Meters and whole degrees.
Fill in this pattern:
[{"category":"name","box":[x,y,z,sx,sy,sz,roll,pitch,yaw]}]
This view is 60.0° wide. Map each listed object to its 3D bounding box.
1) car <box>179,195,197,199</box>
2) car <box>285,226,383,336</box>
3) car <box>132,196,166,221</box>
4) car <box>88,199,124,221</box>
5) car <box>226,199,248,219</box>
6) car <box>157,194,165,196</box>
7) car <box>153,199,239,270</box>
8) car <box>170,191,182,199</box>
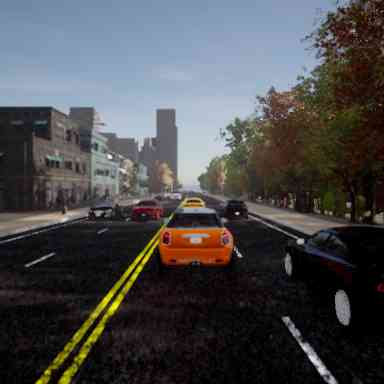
[{"category":"car","box":[0.136,1.278,28.578,1.882,1.535,5.008,0,0,0]},{"category":"car","box":[3.348,1.431,6.740,1.882,1.535,5.008,0,1,0]},{"category":"car","box":[-3.316,1.300,25.362,1.882,1.535,5.008,0,0,0]},{"category":"car","box":[-6.565,1.310,25.739,2.128,1.511,4.902,0,0,0]},{"category":"car","box":[3.382,1.316,27.158,1.837,1.490,4.892,0,0,0]},{"category":"car","box":[-6.415,1.078,67.761,1.994,1.385,4.181,0,0,0]},{"category":"car","box":[0.110,1.276,10.854,2.097,1.767,4.553,0,0,0]},{"category":"car","box":[-3.164,0.748,67.715,2.150,2.045,5.566,0,0,0]}]
